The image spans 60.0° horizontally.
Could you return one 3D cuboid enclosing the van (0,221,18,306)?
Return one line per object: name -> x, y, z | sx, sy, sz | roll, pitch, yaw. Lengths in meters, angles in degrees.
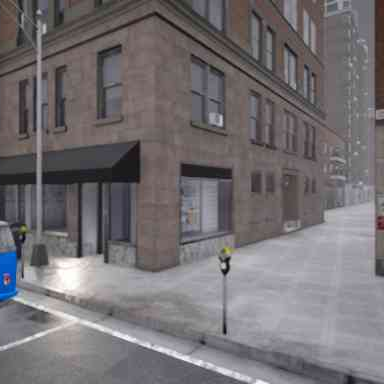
van -> -5.192, 1.368, 6.688 | 3.998, 1.788, 1.690 | 0, 0, 35
